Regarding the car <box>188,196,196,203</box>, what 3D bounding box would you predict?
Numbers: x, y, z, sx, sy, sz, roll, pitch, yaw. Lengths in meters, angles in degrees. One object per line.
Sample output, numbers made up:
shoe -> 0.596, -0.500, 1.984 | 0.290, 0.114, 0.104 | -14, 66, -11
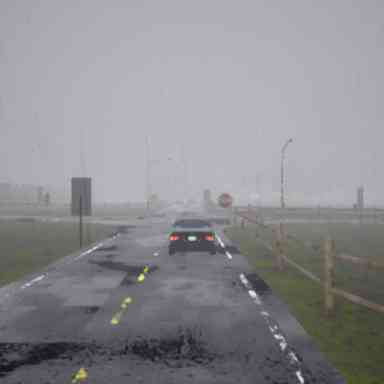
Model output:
car -> 0.034, 1.984, 86.846 | 2.097, 1.767, 4.553 | 0, -1, 0

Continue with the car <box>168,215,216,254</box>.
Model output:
car -> 0.007, 1.677, 13.984 | 2.033, 1.411, 5.357 | 0, 0, 0

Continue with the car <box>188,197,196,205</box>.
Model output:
car -> 0.030, 2.205, 75.205 | 2.033, 1.411, 5.357 | 0, -1, 0

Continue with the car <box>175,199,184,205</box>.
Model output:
car -> -2.721, 2.215, 73.349 | 2.033, 1.411, 5.357 | 0, -1, 0
